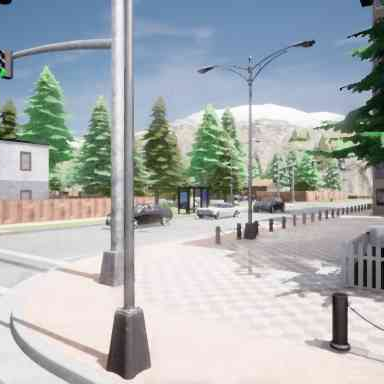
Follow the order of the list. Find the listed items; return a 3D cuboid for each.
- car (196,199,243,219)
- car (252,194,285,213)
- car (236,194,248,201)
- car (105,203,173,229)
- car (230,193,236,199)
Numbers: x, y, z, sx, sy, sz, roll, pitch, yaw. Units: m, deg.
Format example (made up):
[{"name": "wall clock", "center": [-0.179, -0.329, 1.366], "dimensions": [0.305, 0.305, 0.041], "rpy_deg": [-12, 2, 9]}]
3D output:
[{"name": "car", "center": [2.353, 1.586, 28.654], "dimensions": [1.895, 1.301, 4.718], "rpy_deg": [0, 0, 37]}, {"name": "car", "center": [8.544, 1.337, 36.763], "dimensions": [2.097, 1.767, 4.553], "rpy_deg": [0, 0, 38]}, {"name": "car", "center": [12.935, 1.144, 77.994], "dimensions": [1.932, 1.855, 4.605], "rpy_deg": [0, 0, 36]}, {"name": "car", "center": [-3.267, 1.476, 21.264], "dimensions": [2.128, 1.511, 4.902], "rpy_deg": [0, 0, 37]}, {"name": "car", "center": [10.671, 1.146, 79.154], "dimensions": [1.905, 1.878, 3.866], "rpy_deg": [0, 0, 36]}]
